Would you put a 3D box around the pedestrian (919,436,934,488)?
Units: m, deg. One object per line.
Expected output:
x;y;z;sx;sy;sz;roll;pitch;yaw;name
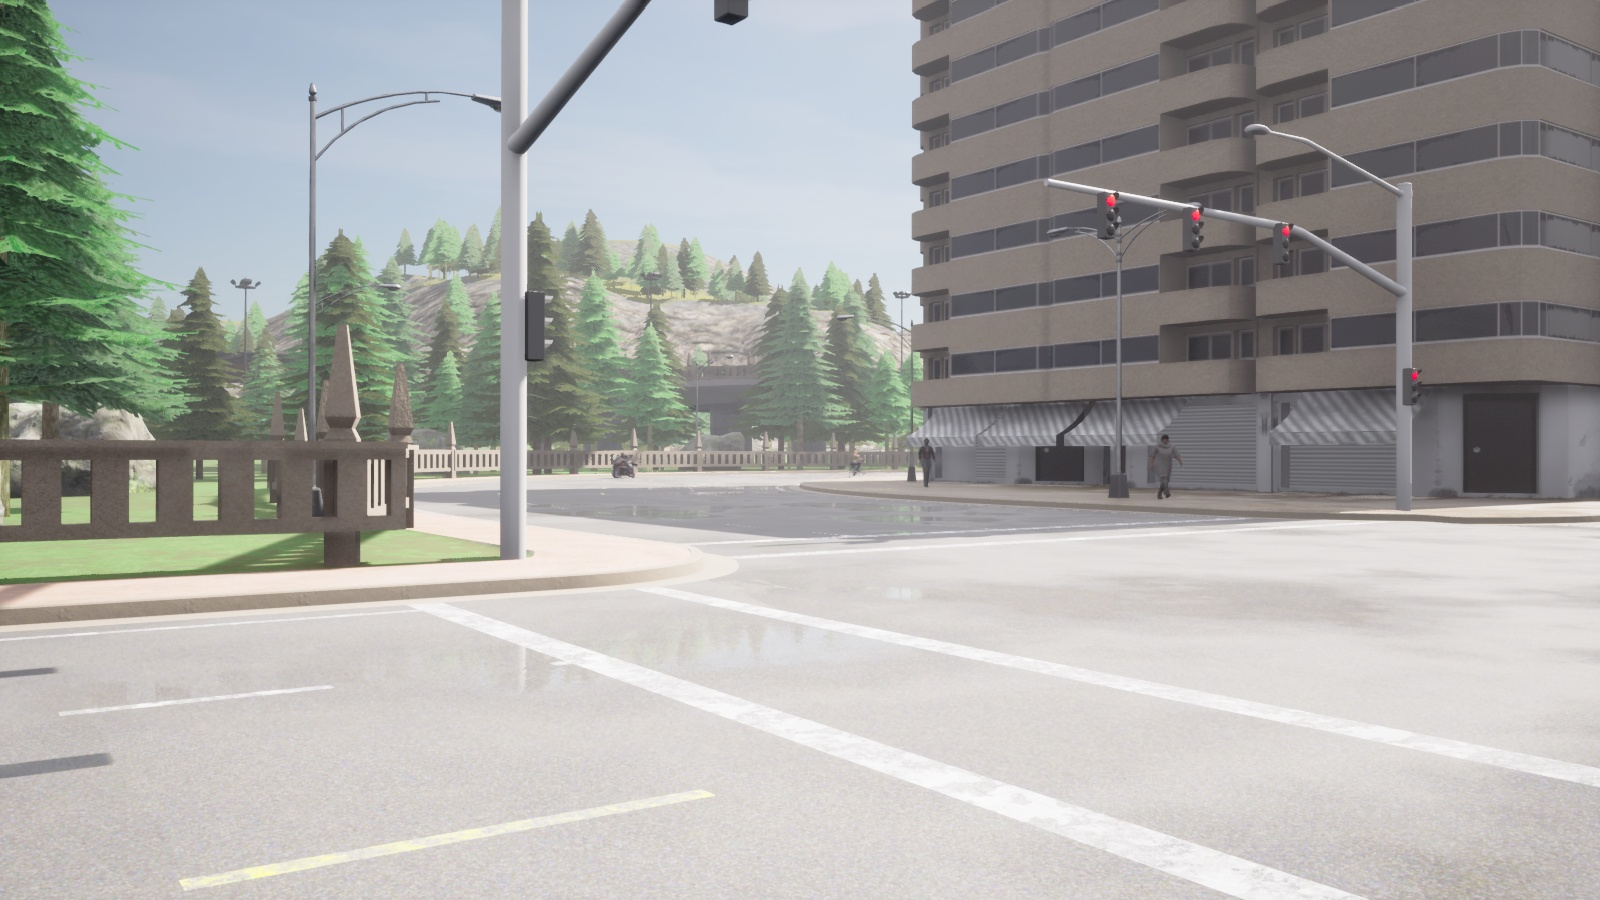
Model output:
4.753;0.449;47.121;0.402;1.930;0.666;0;0;-8;pedestrian

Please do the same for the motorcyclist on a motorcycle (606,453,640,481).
-9.820;0.916;69.734;0.866;1.530;2.191;0;0;23;motorcyclist on a motorcycle

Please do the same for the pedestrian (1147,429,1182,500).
10.166;0.407;35.030;0.659;1.952;0.873;0;0;-4;pedestrian
